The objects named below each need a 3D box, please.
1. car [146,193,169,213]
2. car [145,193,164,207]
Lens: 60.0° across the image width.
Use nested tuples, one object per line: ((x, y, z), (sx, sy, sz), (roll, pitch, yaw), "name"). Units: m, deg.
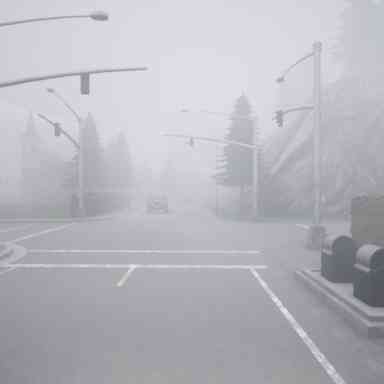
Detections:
((-3.756, 1.216, 37.202), (2.150, 2.045, 5.566), (0, 0, -2), "car")
((-6.041, 1.209, 53.070), (2.150, 2.045, 5.566), (0, 1, -16), "car")
